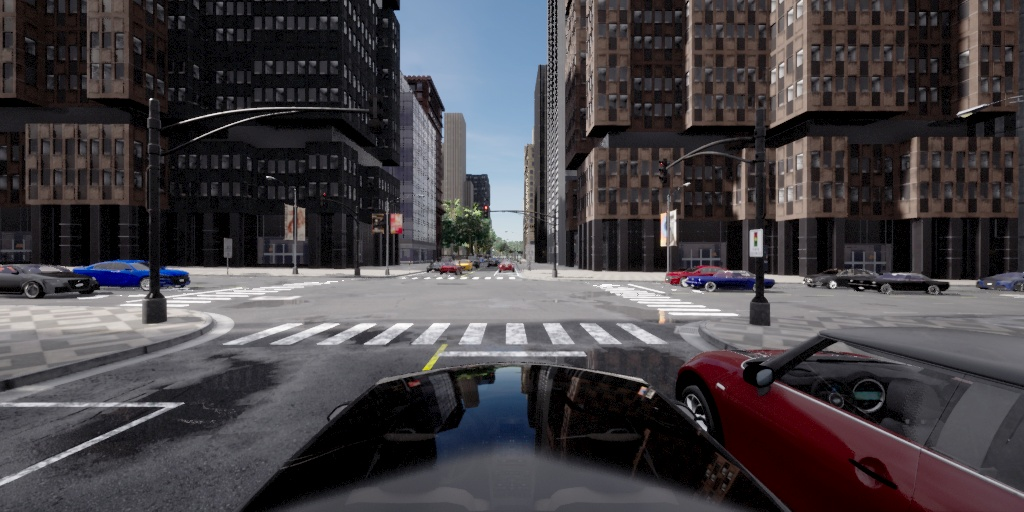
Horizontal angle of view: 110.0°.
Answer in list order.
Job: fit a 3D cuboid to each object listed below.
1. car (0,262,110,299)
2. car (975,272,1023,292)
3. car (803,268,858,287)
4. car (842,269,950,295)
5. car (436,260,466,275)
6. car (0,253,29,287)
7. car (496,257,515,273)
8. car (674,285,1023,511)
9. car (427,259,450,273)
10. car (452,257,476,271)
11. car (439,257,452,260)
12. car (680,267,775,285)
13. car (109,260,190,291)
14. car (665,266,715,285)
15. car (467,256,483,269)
[{"bbox_3d":[-20.775,1.052,15.558,4.181,1.385,1.994,1,0,0],"label":"car"},{"bbox_3d":[36.451,1.859,25.852,4.181,1.385,1.994,1,0,0],"label":"car"},{"bbox_3d":[23.757,1.615,25.788,4.892,1.490,1.837,1,0,0],"label":"car"},{"bbox_3d":[24.154,1.721,22.544,4.718,1.301,1.895,1,0,0],"label":"car"},{"bbox_3d":[-6.482,1.344,38.539,1.895,1.301,4.718,0,0,1],"label":"car"},{"bbox_3d":[-28.950,0.721,18.755,4.553,1.767,2.097,1,0,0],"label":"car"},{"bbox_3d":[-0.629,1.193,43.768,1.967,1.591,4.097,0,0,0],"label":"car"},{"bbox_3d":[2.763,1.190,2.378,1.967,1.591,4.097,0,0,0],"label":"car"},{"bbox_3d":[-9.154,1.319,43.711,1.948,1.339,4.313,0,0,0],"label":"car"},{"bbox_3d":[-6.522,1.242,48.933,1.882,1.535,5.008,0,0,0],"label":"car"},{"bbox_3d":[-9.192,1.080,49.136,2.192,1.841,5.009,0,0,0],"label":"car"},{"bbox_3d":[13.514,1.567,22.476,4.718,1.301,1.895,1,0,0],"label":"car"},{"bbox_3d":[-19.838,0.975,18.813,5.008,1.535,1.882,1,0,0],"label":"car"},{"bbox_3d":[13.631,1.441,25.733,5.008,1.535,1.882,1,0,0],"label":"car"},{"bbox_3d":[-6.588,1.009,59.271,2.150,2.045,5.566,0,0,0],"label":"car"}]
